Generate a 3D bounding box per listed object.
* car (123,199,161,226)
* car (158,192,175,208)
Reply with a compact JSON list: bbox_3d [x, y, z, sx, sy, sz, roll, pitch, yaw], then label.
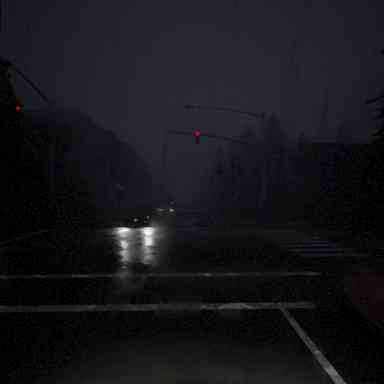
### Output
[{"bbox_3d":[-3.541,1.527,23.255,1.837,1.490,4.892,0,0,0],"label":"car"},{"bbox_3d":[-3.585,1.091,48.056,2.150,2.045,5.566,0,0,0],"label":"car"}]
